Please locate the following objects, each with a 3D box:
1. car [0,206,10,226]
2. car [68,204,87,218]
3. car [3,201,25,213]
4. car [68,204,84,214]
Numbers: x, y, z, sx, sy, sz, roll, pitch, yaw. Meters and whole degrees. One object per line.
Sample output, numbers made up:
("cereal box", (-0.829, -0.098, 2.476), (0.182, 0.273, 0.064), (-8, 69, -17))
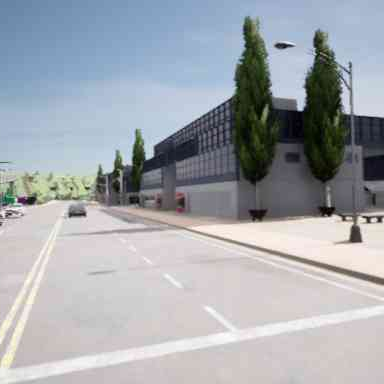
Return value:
("car", (-16.529, 2.166, 26.798), (2.128, 1.511, 4.902), (-1, 0, -20))
("car", (-13.653, 2.288, 39.711), (1.994, 1.385, 4.181), (-1, -1, -20))
("car", (-21.683, 2.184, 41.104), (1.812, 1.442, 4.674), (-1, -1, -20))
("car", (-17.055, 2.461, 48.831), (1.994, 1.385, 4.181), (-1, -1, -20))
